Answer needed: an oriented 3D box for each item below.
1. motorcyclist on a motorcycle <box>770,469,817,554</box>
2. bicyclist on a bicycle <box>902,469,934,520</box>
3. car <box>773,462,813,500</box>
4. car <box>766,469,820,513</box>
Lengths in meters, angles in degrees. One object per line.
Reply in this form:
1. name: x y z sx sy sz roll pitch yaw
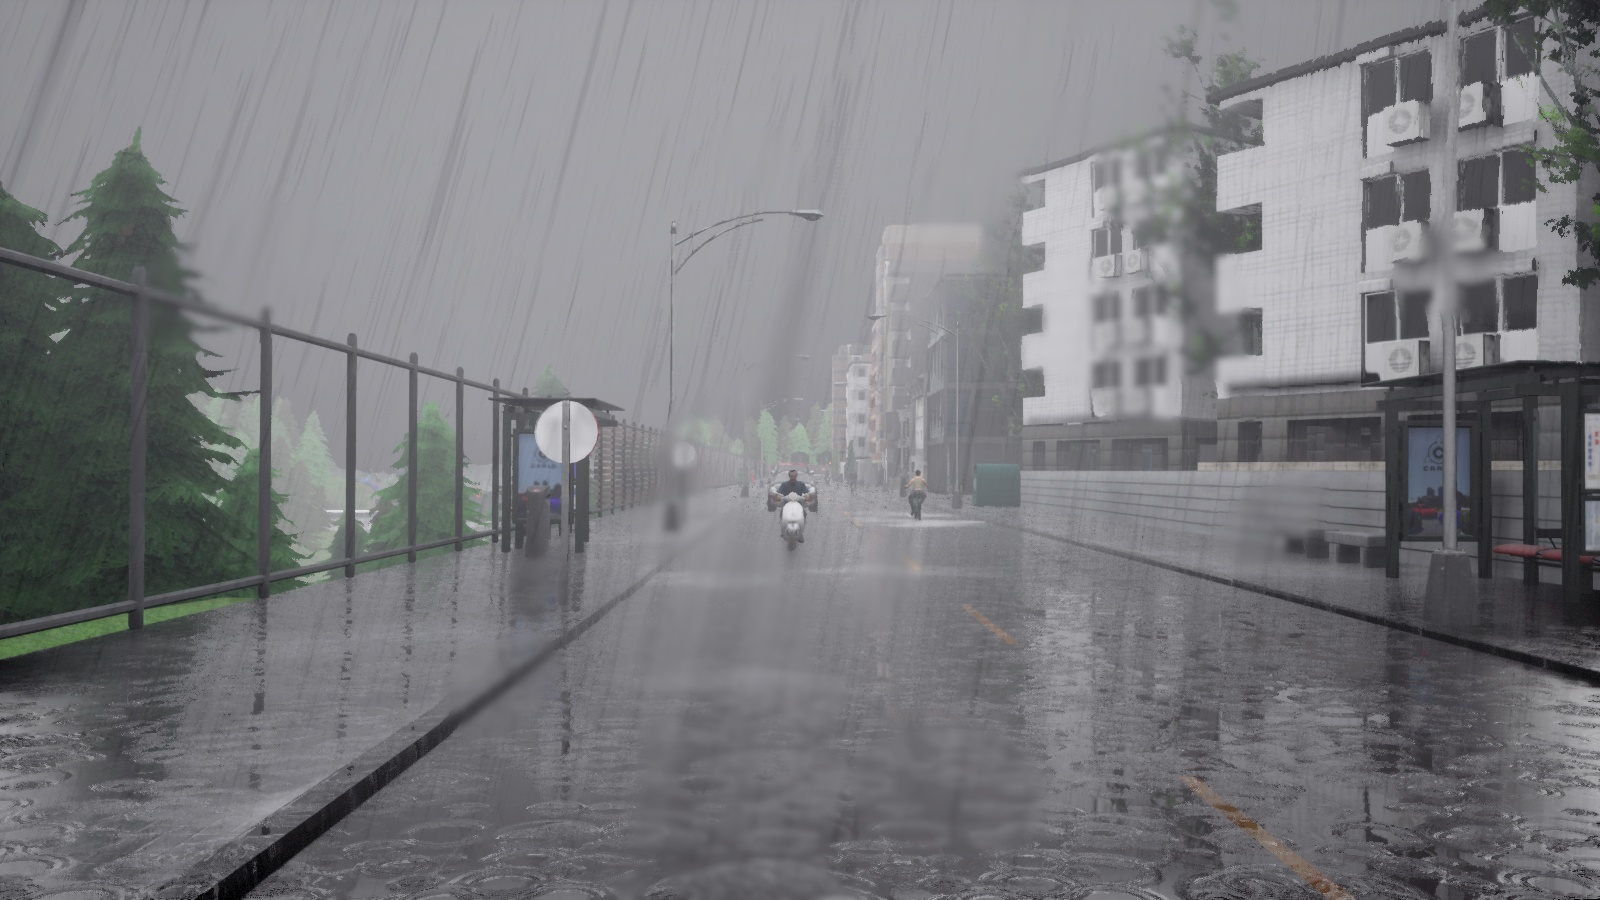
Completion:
1. motorcyclist on a motorcycle: -0.129 1.180 24.599 0.866 1.590 1.817 0 -1 0
2. bicyclist on a bicycle: 3.775 1.413 40.408 0.866 1.612 1.509 0 -1 0
3. car: -0.403 1.716 70.504 2.150 2.045 5.566 0 -1 0
4. car: -0.276 1.572 49.348 2.033 1.649 4.856 0 -1 0
